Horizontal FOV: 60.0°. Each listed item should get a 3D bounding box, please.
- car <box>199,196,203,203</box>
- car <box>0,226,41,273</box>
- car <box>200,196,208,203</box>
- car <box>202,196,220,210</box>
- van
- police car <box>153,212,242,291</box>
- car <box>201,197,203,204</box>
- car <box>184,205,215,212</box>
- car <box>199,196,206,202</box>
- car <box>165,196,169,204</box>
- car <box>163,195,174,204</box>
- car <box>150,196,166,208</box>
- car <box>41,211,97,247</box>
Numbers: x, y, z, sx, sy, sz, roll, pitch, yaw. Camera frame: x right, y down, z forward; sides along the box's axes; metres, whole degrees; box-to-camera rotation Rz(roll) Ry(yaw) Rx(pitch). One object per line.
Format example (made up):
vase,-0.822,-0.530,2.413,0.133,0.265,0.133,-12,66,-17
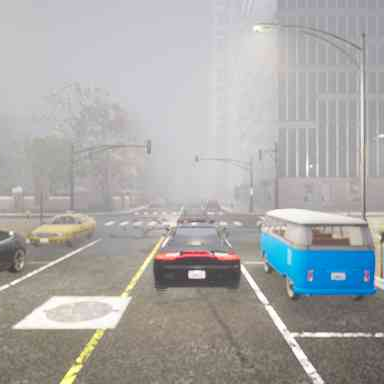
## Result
car,2.859,1.880,74.709,1.947,1.339,4.313,0,0,0
car,-5.752,1.602,8.197,1.947,1.339,4.313,0,0,0
car,2.873,1.774,80.391,1.967,1.590,4.097,0,0,0
car,2.796,1.639,46.305,1.967,1.590,4.097,0,0,0
van,2.791,1.377,8.181,1.690,1.788,3.998,0,0,0
police car,0.117,1.545,9.298,2.038,1.542,4.974,0,0,0
car,2.808,1.788,51.985,1.947,1.339,4.313,0,0,0
car,0.143,1.647,18.972,1.994,1.385,4.181,0,0,0
car,2.899,1.894,91.926,1.752,1.417,4.829,0,0,0
car,-5.560,1.798,57.684,2.008,1.369,4.403,0,0,0
car,-5.534,1.609,69.051,2.192,1.841,5.009,0,0,0
car,-5.573,1.768,52.002,1.887,1.381,4.507,0,0,0
car,-5.784,1.593,15.432,1.752,1.417,4.829,0,0,0
